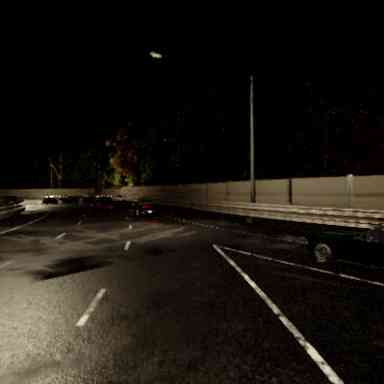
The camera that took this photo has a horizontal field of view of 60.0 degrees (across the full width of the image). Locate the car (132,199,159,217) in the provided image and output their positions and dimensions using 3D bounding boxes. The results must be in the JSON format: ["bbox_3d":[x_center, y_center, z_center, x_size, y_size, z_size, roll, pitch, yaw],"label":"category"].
[{"bbox_3d":[-4.346,1.423,30.712,1.837,1.490,4.892,-1,0,-18],"label":"car"}]

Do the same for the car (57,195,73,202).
[{"bbox_3d":[-28.455,1.498,74.609,1.994,1.385,4.181,-1,0,-41],"label":"car"}]

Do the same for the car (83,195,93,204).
[{"bbox_3d":[-18.873,1.448,62.193,1.812,1.442,4.674,-1,0,-36],"label":"car"}]

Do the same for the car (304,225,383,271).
[{"bbox_3d":[5.469,1.533,9.131,1.895,1.301,4.718,-1,0,-30],"label":"car"}]

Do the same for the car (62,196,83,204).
[{"bbox_3d":[-22.115,1.507,60.639,2.033,1.411,5.357,-1,0,-36],"label":"car"}]

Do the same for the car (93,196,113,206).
[{"bbox_3d":[-14.412,1.413,54.605,1.837,1.490,4.892,0,0,-28],"label":"car"}]

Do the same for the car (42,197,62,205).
[{"bbox_3d":[-25.017,1.541,58.683,1.994,1.385,4.181,-1,0,-36],"label":"car"}]
